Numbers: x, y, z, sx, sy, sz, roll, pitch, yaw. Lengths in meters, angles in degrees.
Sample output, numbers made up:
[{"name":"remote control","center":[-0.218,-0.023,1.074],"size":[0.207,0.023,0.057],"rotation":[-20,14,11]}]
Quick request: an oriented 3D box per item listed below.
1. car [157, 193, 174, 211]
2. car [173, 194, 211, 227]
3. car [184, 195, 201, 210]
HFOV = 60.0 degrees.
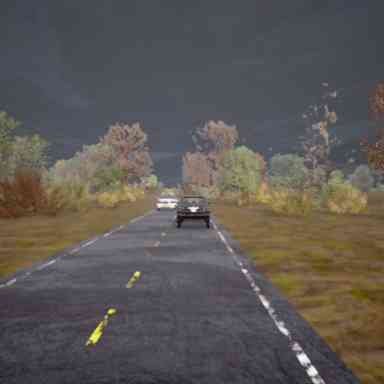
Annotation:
[{"name":"car","center":[-3.016,1.194,40.907],"size":[2.150,2.045,5.566],"rotation":[0,0,0]},{"name":"car","center":[0.105,1.219,22.886],"size":[2.150,2.045,5.566],"rotation":[0,0,0]},{"name":"car","center":[0.086,1.336,42.535],"size":[2.097,1.767,4.553],"rotation":[0,0,0]}]
